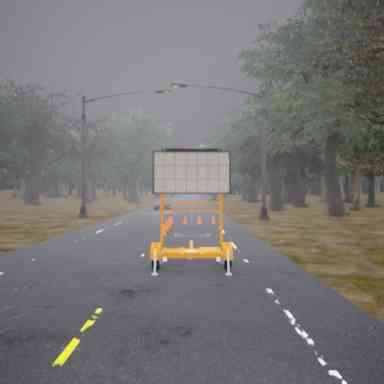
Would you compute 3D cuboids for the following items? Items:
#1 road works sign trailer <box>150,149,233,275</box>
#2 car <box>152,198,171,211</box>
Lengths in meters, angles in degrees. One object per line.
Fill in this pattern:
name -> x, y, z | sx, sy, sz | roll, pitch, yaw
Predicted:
road works sign trailer -> -0.010, 0.460, 10.371 | 2.380, 3.560, 2.880 | 0, 0, 0
car -> -3.575, 1.504, 39.899 | 1.837, 1.490, 4.892 | 0, 0, 0
